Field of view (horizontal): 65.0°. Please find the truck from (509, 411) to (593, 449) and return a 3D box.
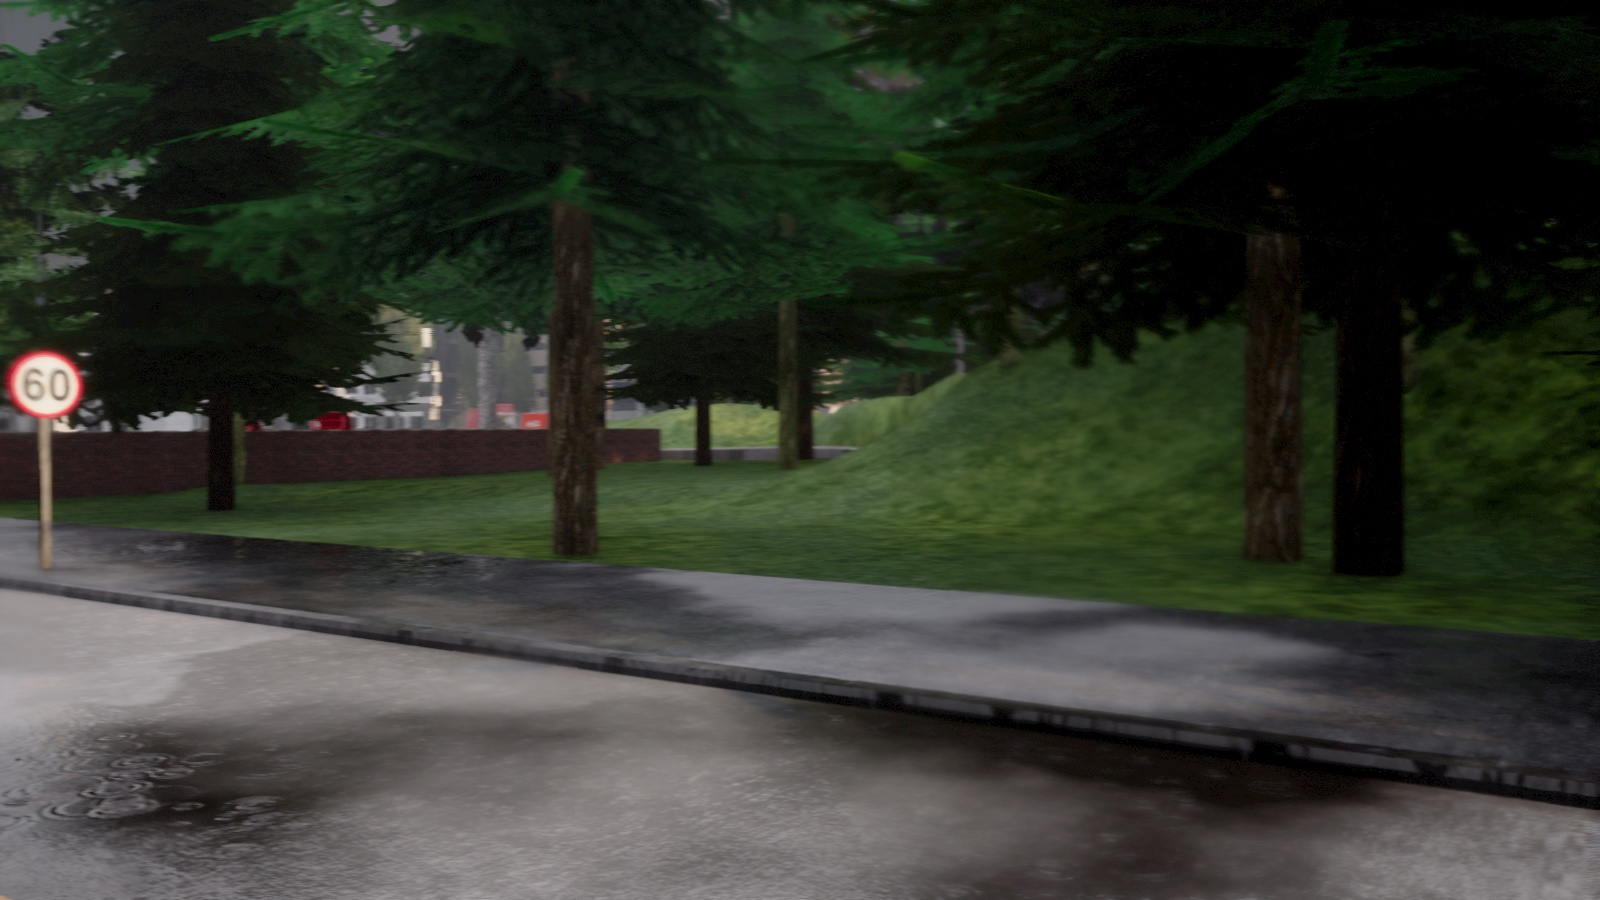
[{"bbox_3d":[-16.725,-1.356,84.449,2.627,2.467,5.204,1,1,34],"label":"truck"}]
